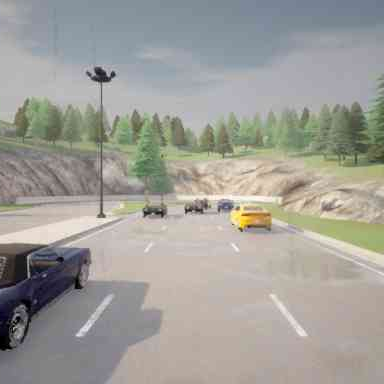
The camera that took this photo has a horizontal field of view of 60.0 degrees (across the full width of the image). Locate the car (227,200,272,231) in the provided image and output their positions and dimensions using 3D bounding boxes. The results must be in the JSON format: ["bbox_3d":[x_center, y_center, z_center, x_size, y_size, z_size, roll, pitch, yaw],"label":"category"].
[{"bbox_3d":[3.594,1.477,20.795,1.882,1.535,5.008,0,0,0],"label":"car"}]

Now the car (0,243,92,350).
[{"bbox_3d":[-3.401,1.601,6.156,1.895,1.301,4.718,0,0,0],"label":"car"}]

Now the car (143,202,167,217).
[{"bbox_3d":[-3.373,1.601,31.278,1.895,1.301,4.718,0,0,1],"label":"car"}]

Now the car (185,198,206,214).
[{"bbox_3d":[0.254,1.601,35.357,1.895,1.301,4.718,0,0,2],"label":"car"}]

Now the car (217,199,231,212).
[{"bbox_3d":[3.962,1.526,39.116,1.812,1.442,4.674,0,0,4],"label":"car"}]

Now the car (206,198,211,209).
[{"bbox_3d":[1.386,1.491,44.558,2.128,1.511,4.902,0,0,12],"label":"car"}]
